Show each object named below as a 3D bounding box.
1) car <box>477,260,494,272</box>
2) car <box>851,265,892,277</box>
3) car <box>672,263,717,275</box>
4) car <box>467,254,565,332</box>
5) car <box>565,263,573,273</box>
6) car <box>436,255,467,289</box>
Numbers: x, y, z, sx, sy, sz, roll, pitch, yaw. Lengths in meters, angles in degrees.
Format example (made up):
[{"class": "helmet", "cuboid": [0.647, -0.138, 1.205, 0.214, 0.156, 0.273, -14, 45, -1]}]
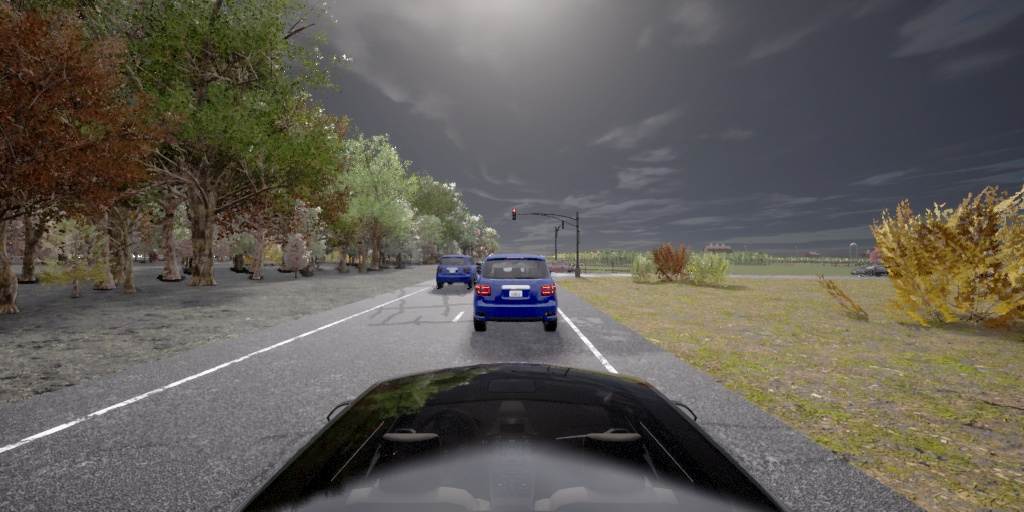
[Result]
[{"class": "car", "cuboid": [-3.469, 1.263, 47.167, 1.837, 1.490, 4.892, 0, 0, 0]}, {"class": "car", "cuboid": [43.820, 1.812, 43.380, 4.674, 1.442, 1.812, 1, -1, 0]}, {"class": "car", "cuboid": [22.040, 1.526, 43.469, 5.008, 1.535, 1.882, 1, -1, 0]}, {"class": "car", "cuboid": [0.089, 0.974, 11.054, 2.150, 2.045, 5.566, 0, 0, 0]}, {"class": "car", "cuboid": [5.743, 1.469, 45.961, 4.181, 1.385, 1.994, 0, -1, 30]}, {"class": "car", "cuboid": [-3.434, 0.977, 23.319, 2.150, 2.045, 5.566, 0, 0, 0]}]
